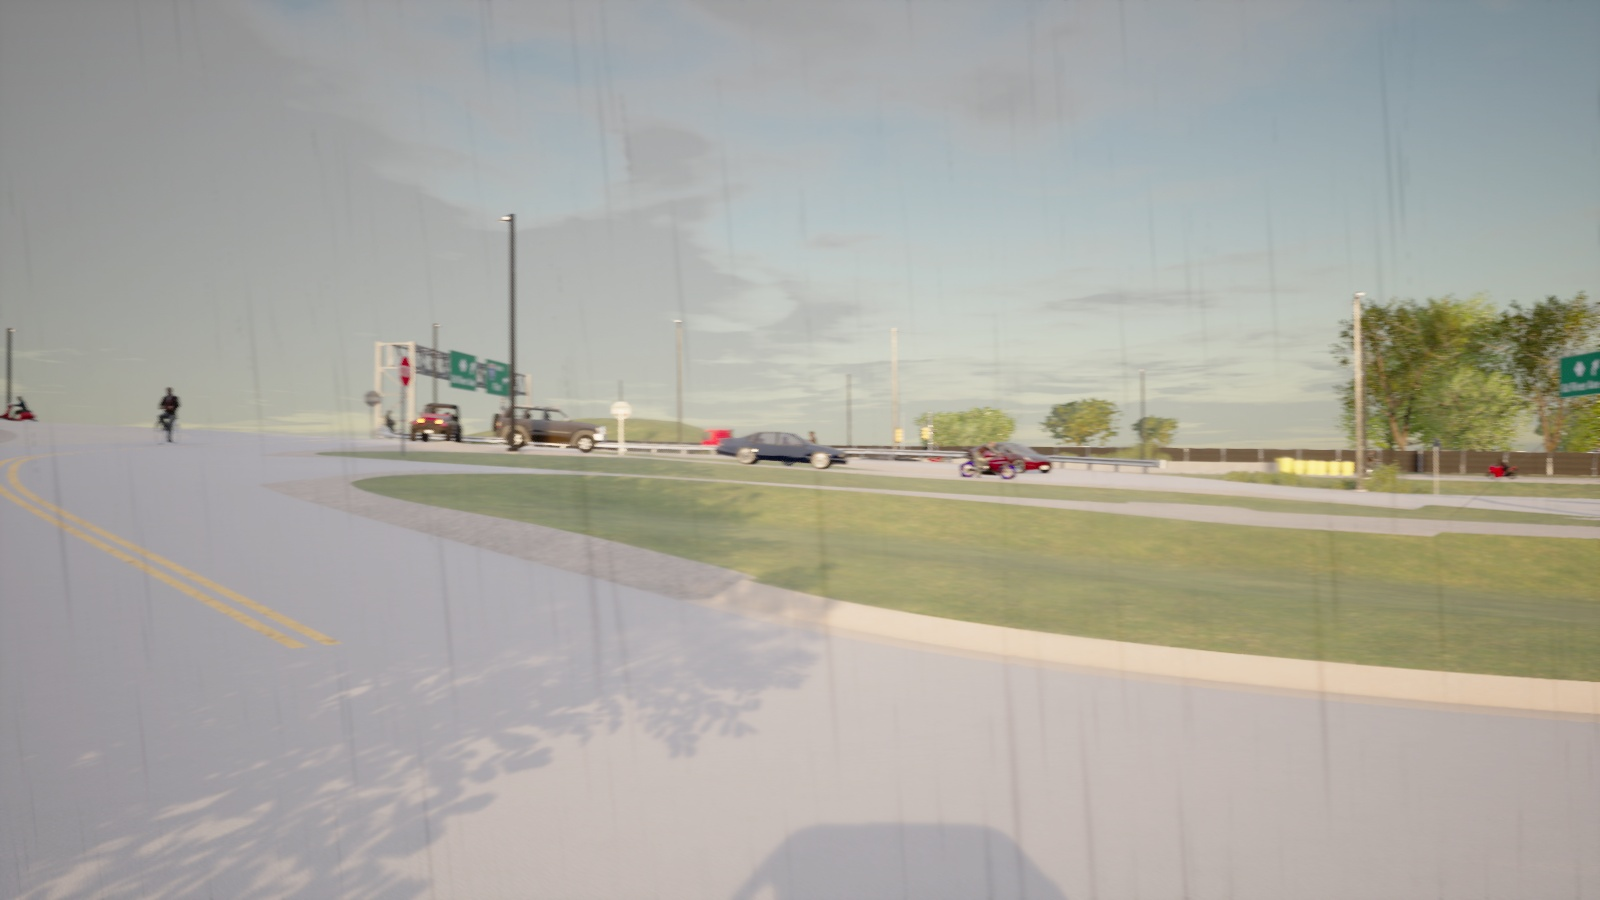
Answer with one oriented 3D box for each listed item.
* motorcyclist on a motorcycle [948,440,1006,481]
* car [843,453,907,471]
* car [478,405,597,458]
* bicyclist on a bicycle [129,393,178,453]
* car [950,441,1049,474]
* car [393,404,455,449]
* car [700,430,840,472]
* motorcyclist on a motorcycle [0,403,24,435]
[{"bbox_3d":[7.040,0.423,50.061,2.191,1.530,0.866,2,-1,6],"label":"motorcyclist on a motorcycle"},{"bbox_3d":[5.630,0.939,94.255,4.718,1.301,1.895,0,-1,6],"label":"car"},{"bbox_3d":[-10.764,-0.735,51.863,4.605,1.855,1.932,4,-1,-9],"label":"car"},{"bbox_3d":[-19.491,-0.812,37.900,0.659,1.776,1.843,0,1,-6],"label":"bicyclist on a bicycle"},{"bbox_3d":[10.003,0.356,63.304,2.163,1.488,4.792,0,2,-35],"label":"car"},{"bbox_3d":[-17.557,-1.059,58.872,1.905,1.878,3.866,3,-1,-4],"label":"car"},{"bbox_3d":[-1.181,0.045,50.977,5.357,1.411,2.033,3,-1,6],"label":"car"},{"bbox_3d":[-41.894,-1.629,66.026,1.817,1.590,0.866,2,-1,-33],"label":"motorcyclist on a motorcycle"}]
